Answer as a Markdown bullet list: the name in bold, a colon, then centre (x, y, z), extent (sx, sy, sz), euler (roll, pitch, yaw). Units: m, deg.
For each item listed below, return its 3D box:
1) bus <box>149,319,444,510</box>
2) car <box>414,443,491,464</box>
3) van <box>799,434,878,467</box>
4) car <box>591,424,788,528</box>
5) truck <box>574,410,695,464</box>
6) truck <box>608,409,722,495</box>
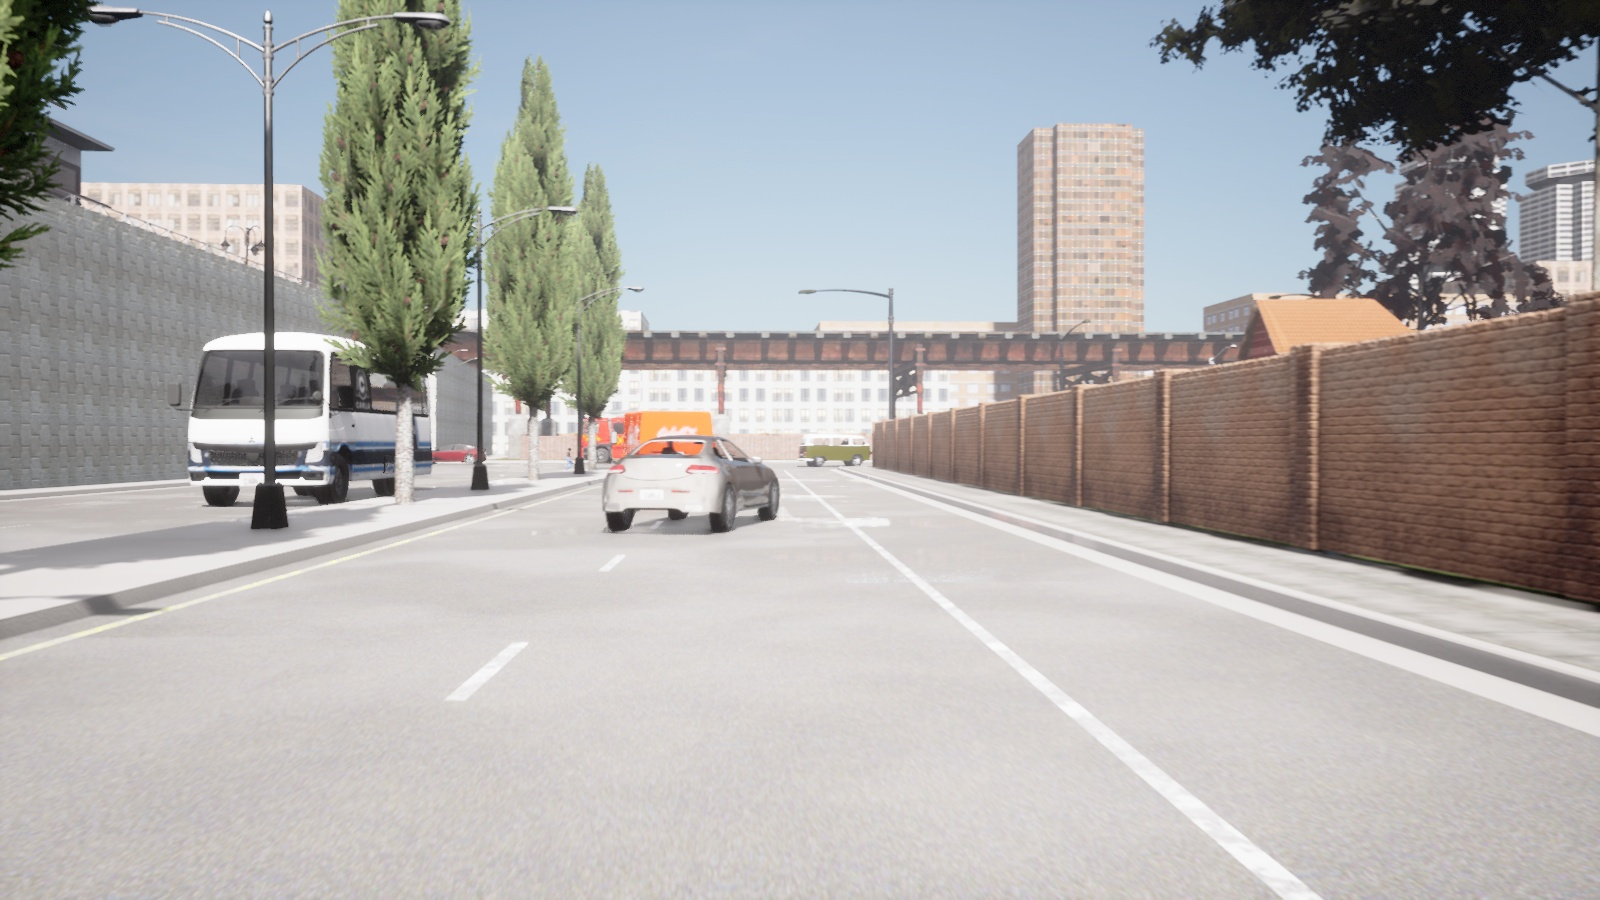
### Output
- **bus**: centre (-12.673, -0.821, 33.125), extent (3.944, 4.253, 10.273), euler (0, 0, -2)
- **car**: centre (-24.275, 0.244, 87.761), extent (4.792, 1.488, 2.163), euler (0, 0, -2)
- **van**: centre (2.368, 0.032, 77.838), extent (4.480, 2.038, 2.069), euler (0, 0, -15)
- **car**: centre (-1.819, 0.397, 22.710), extent (2.152, 1.651, 5.027), euler (0, 0, 12)
- **truck**: centre (-11.989, -0.938, 91.602), extent (8.468, 3.827, 2.891), euler (0, 0, -2)
- **truck**: centre (-4.272, 0.039, 38.937), extent (2.627, 2.467, 5.204), euler (0, 0, -16)
